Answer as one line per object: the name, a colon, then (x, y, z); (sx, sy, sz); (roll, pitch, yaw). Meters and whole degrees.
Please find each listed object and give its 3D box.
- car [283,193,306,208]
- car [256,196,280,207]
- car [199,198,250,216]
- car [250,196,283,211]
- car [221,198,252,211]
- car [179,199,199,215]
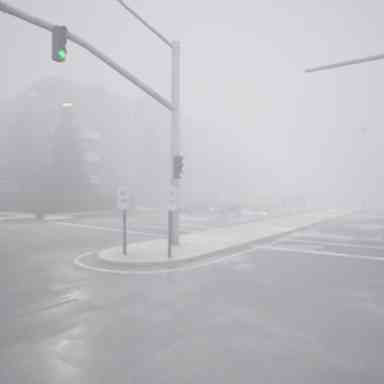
car: (14.463, 1.119, 47.181); (2.150, 2.045, 5.566); (0, 0, 35)
car: (11.179, 1.400, 48.581); (1.812, 1.442, 4.674); (0, 0, 35)
car: (3.084, 1.390, 30.966); (2.128, 1.511, 4.902); (0, 0, 35)
car: (8.336, 1.250, 38.449); (2.097, 1.767, 4.553); (0, 0, 35)
car: (5.429, 1.439, 40.395); (1.994, 1.385, 4.181); (0, 0, 35)
car: (0.133, 1.422, 32.840); (2.033, 1.411, 5.357); (0, 0, 35)
